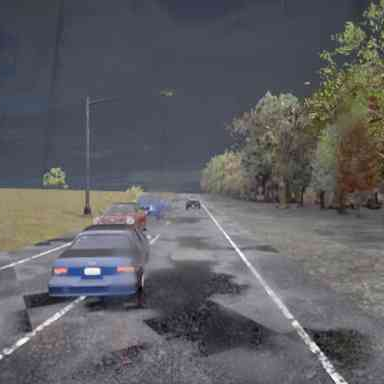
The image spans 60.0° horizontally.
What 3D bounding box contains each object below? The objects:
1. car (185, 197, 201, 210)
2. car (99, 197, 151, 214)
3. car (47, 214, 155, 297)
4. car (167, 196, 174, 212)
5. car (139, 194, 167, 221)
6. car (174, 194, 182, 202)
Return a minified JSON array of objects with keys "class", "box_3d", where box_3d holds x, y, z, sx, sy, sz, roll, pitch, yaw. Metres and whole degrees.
[{"class":"car","box_3d":[0.157,1.491,43.726,1.837,1.490,4.892,0,0,0]},{"class":"car","box_3d":[-3.648,1.350,17.429,2.097,1.767,4.553,0,0,1]},{"class":"car","box_3d":[-2.126,1.547,8.792,2.033,1.411,5.357,0,0,-6]},{"class":"car","box_3d":[-3.543,1.343,38.684,2.097,1.767,4.553,0,0,0]},{"class":"car","box_3d":[-3.564,1.217,27.924,2.150,2.045,5.566,0,0,-1]},{"class":"car","box_3d":[-3.392,1.281,76.287,2.097,1.767,4.553,0,0,0]}]
